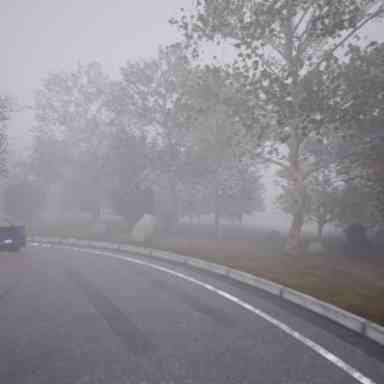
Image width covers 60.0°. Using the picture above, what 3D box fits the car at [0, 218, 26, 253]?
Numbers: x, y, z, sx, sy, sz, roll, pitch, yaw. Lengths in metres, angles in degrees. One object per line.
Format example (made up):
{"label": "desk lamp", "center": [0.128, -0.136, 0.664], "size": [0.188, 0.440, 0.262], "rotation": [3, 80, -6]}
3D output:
{"label": "car", "center": [-8.792, 1.686, 13.283], "size": [5.008, 1.535, 1.882], "rotation": [-1, -1, 30]}
